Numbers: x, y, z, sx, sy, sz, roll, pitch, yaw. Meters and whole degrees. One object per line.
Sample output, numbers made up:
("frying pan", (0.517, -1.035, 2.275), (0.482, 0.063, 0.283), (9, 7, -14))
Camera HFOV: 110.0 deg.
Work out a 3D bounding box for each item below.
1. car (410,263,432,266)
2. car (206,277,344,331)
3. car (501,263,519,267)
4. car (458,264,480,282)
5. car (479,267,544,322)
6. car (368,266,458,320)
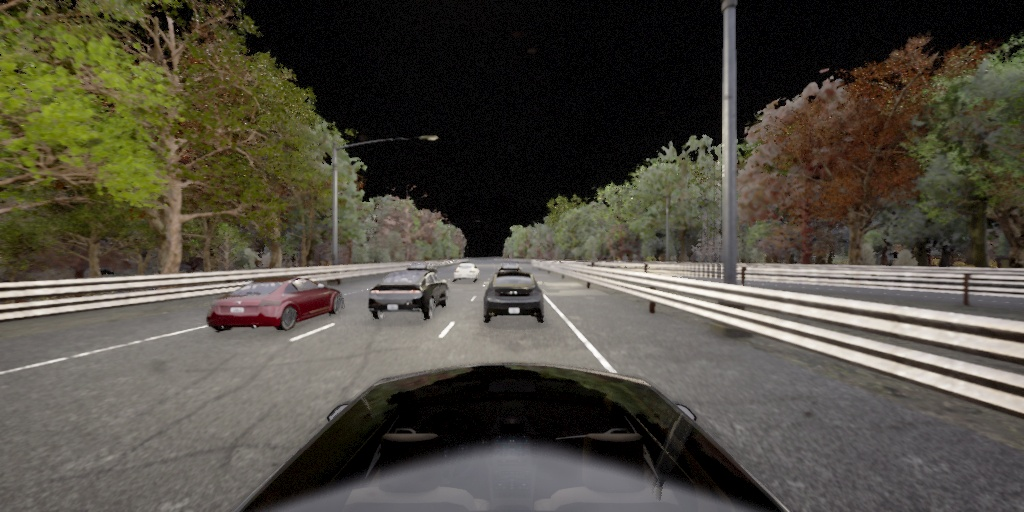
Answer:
("car", (-7.176, 1.321, 28.649), (2.128, 1.511, 4.902), (0, 0, -1))
("car", (-6.950, 1.338, 11.057), (1.994, 1.385, 4.181), (0, 0, 0))
("car", (-0.174, 1.319, 28.626), (2.128, 1.511, 4.902), (0, 0, -1))
("car", (-3.695, 1.358, 29.698), (1.812, 1.442, 4.674), (0, 0, -1))
("car", (0.042, 1.282, 12.417), (1.837, 1.490, 4.892), (0, 0, 0))
("car", (-3.461, 1.270, 12.765), (2.128, 1.511, 4.902), (0, 0, 0))
